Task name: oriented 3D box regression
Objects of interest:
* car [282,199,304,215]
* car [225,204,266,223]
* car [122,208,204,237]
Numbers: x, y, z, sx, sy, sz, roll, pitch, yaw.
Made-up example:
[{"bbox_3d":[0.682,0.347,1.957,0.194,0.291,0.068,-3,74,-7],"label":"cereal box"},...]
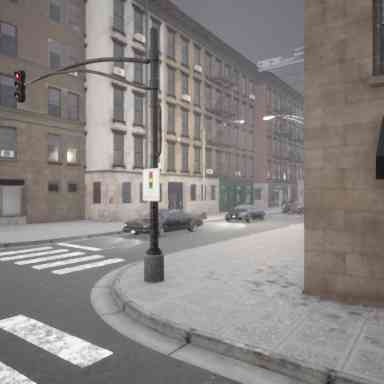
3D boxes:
[{"bbox_3d":[11.747,1.556,37.298,2.097,1.767,4.553,0,-1,36],"label":"car"},{"bbox_3d":[4.359,1.698,26.968,1.994,1.385,4.181,0,0,36],"label":"car"},{"bbox_3d":[-1.415,1.630,18.891,2.033,1.411,5.357,0,0,35],"label":"car"}]
